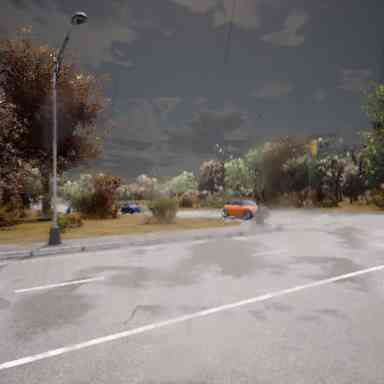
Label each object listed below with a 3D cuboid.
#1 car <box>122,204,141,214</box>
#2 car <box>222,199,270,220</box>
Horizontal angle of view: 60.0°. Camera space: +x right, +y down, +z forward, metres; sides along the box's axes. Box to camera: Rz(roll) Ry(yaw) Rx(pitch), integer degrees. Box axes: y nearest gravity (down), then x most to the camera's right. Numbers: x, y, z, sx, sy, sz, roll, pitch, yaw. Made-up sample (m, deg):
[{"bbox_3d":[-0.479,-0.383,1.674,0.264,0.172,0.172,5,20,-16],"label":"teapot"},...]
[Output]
[{"bbox_3d":[-9.098,2.620,50.558,1.882,1.535,5.008,0,-3,-33],"label":"car"},{"bbox_3d":[4.673,1.429,29.059,2.097,1.767,4.553,0,-1,-33],"label":"car"}]
